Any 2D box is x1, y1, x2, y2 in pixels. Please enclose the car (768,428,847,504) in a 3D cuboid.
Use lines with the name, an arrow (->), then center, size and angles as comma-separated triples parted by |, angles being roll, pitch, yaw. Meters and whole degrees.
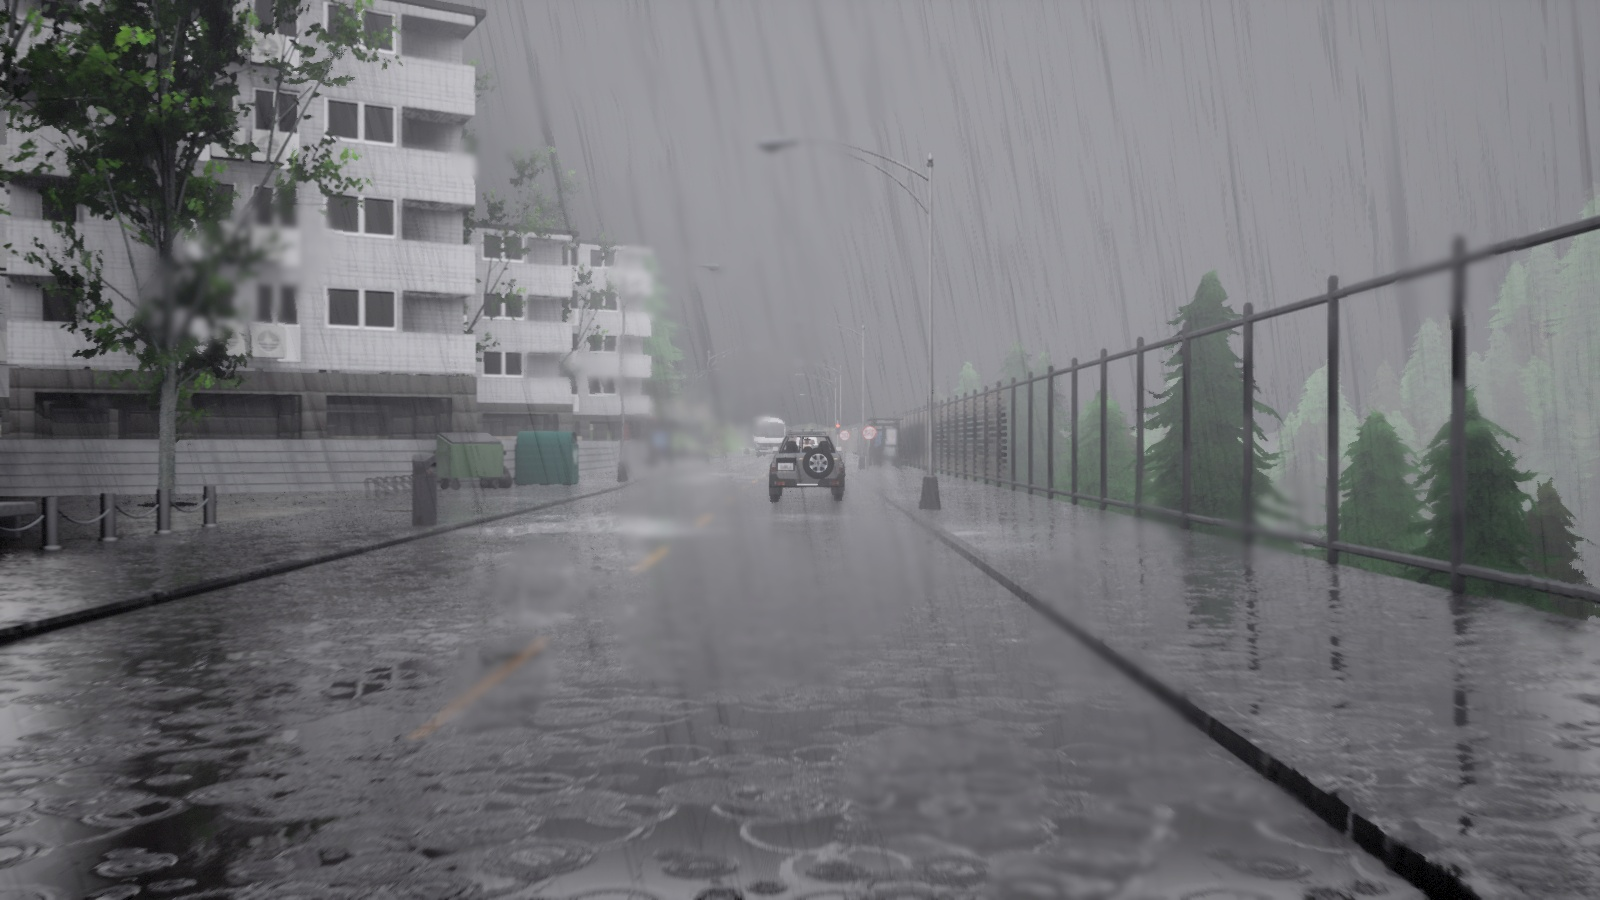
car -> 0.190, 0.378, 32.891 | 1.932, 1.855, 4.605 | 0, 0, 0
